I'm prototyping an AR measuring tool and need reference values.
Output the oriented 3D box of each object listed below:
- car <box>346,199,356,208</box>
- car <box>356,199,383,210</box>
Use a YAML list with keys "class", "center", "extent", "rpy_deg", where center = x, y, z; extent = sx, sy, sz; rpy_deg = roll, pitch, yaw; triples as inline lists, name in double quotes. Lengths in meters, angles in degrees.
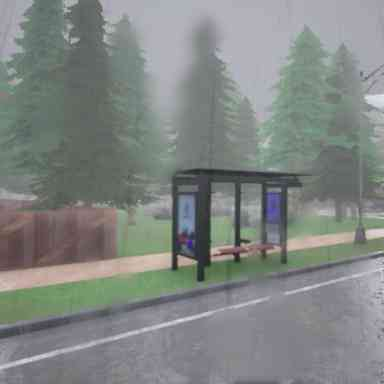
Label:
- class: "car"
  center: [25.125, 1.649, 51.314]
  extent: [3.866, 1.878, 1.905]
  rpy_deg: [1, 0, -37]
- class: "car"
  center: [26.944, 1.651, 49.535]
  extent: [4.605, 1.855, 1.932]
  rpy_deg: [1, 0, -37]
